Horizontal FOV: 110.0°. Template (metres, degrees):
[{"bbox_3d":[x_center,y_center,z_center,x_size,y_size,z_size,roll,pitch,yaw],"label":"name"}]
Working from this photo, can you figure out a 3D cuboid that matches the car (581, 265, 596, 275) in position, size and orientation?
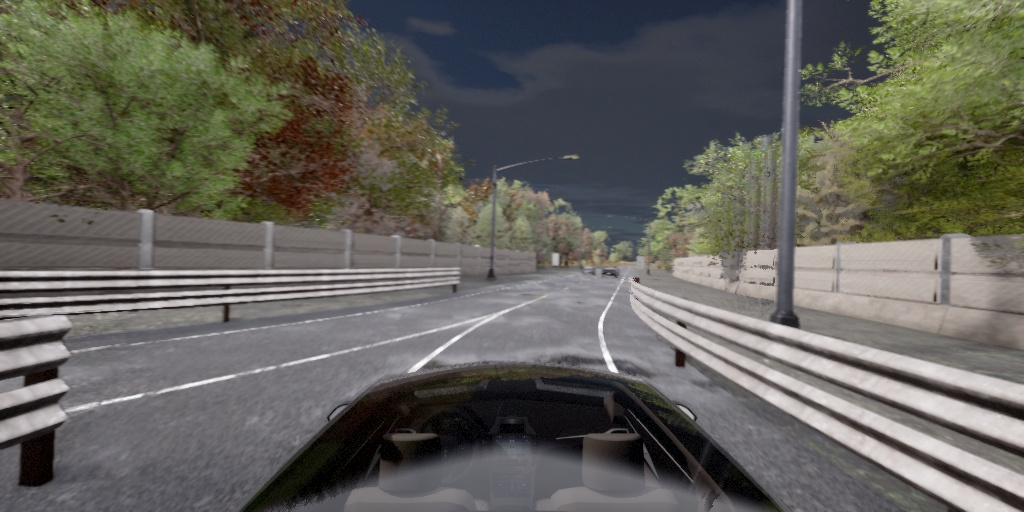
[{"bbox_3d":[11.825,2.196,55.373,1.812,1.442,4.674,2,0,19],"label":"car"}]

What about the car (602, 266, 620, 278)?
[{"bbox_3d":[13.142,2.142,48.129,1.882,1.535,5.008,2,0,18],"label":"car"}]
